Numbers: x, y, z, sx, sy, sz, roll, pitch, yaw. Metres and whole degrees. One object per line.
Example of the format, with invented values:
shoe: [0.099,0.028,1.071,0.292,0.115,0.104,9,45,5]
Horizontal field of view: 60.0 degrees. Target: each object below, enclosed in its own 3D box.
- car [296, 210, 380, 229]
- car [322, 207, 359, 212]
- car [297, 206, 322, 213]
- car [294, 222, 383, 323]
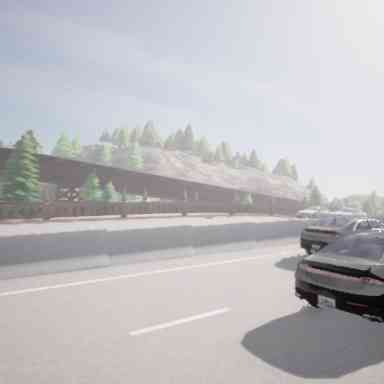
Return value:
car: [6.087,1.640,12.414,4.902,1.511,2.128,1,0,-35]
car: [14.932,2.214,31.840,4.674,1.442,1.812,4,-2,-35]
car: [12.874,2.213,34.673,4.674,1.442,1.812,4,-2,-35]
car: [4.168,1.581,6.775,4.902,1.511,2.128,1,0,-35]
